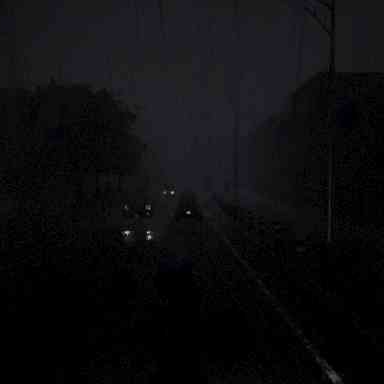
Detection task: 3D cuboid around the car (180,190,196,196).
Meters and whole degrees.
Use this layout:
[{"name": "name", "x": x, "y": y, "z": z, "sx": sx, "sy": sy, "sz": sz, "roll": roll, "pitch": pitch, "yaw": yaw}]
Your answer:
[{"name": "car", "x": -0.533, "y": 0.440, "z": 41.811, "sx": 1.882, "sy": 1.535, "sz": 5.008, "roll": 0, "pitch": 4, "yaw": -1}]

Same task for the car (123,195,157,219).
[{"name": "car", "x": -3.984, "y": 1.065, "z": 25.994, "sx": 2.097, "sy": 1.767, "sz": 4.553, "roll": 0, "pitch": 2, "yaw": -1}]

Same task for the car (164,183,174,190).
[{"name": "car", "x": -4.518, "y": -1.182, "z": 65.532, "sx": 1.895, "sy": 1.301, "sz": 4.718, "roll": 0, "pitch": 4, "yaw": -1}]

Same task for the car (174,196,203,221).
[{"name": "car", "x": -0.266, "y": 1.312, "z": 24.581, "sx": 1.994, "sy": 1.385, "sz": 4.181, "roll": 0, "pitch": 2, "yaw": -1}]
